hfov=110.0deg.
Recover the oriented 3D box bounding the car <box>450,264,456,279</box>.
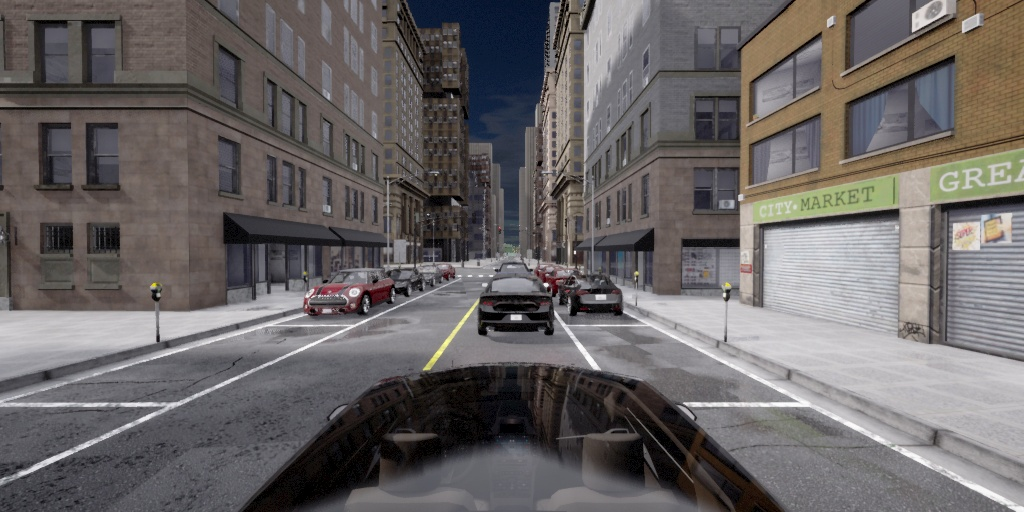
[{"bbox_3d":[-5.761,1.293,29.687,1.888,1.381,4.507,0,0,0],"label":"car"}]

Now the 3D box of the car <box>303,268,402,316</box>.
[{"bbox_3d":[-5.763,1.188,13.171,1.967,1.591,4.097,0,0,0],"label":"car"}]

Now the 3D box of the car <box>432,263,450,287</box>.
[{"bbox_3d":[-5.761,1.298,24.181,2.007,1.370,4.403,0,0,0],"label":"car"}]

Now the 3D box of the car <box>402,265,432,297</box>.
[{"bbox_3d":[-5.762,1.313,18.676,1.948,1.339,4.313,0,0,0],"label":"car"}]

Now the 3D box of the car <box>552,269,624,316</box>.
[{"bbox_3d":[2.763,1.314,13.170,1.948,1.339,4.313,0,0,0],"label":"car"}]

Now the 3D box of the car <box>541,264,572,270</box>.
[{"bbox_3d":[2.764,1.293,18.674,1.888,1.381,4.507,0,0,0],"label":"car"}]

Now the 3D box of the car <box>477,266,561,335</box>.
[{"bbox_3d":[0.099,1.226,10.499,1.882,1.535,5.008,0,0,0],"label":"car"}]

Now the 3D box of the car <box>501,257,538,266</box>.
[{"bbox_3d":[0.104,1.100,19.722,2.097,1.767,4.553,0,0,0],"label":"car"}]

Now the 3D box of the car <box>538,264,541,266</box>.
[{"bbox_3d":[2.764,1.293,24.180,1.888,1.381,4.507,0,0,0],"label":"car"}]
